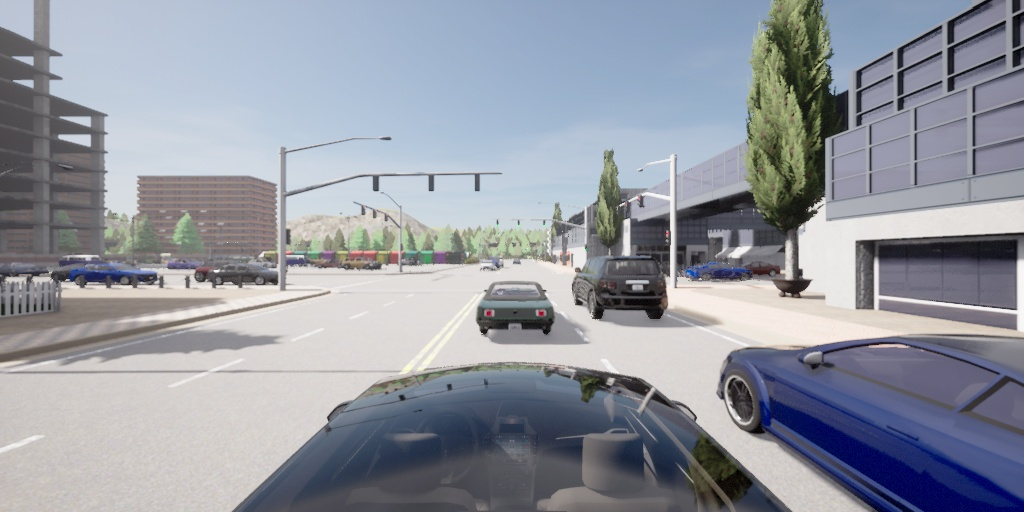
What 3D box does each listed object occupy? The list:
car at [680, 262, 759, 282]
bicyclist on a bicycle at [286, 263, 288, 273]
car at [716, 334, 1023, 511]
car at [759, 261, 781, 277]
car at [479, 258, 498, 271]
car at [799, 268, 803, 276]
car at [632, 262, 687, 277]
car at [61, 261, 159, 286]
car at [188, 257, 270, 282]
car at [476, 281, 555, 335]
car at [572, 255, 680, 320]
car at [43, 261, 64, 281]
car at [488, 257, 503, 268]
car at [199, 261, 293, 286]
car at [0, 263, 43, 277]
[{"bbox_3d":[16.858,1.292,29.349,5.008,1.535,1.882,0,0,0],"label":"car"},{"bbox_3d":[-25.313,1.139,39.731,0.582,1.620,1.656,0,0,0],"label":"bicyclist on a bicycle"},{"bbox_3d":[3.604,1.317,2.893,1.994,1.385,4.181,0,0,0],"label":"car"},{"bbox_3d":[24.447,1.308,36.503,5.008,1.535,1.882,0,0,0],"label":"car"},{"bbox_3d":[-3.501,1.390,51.390,1.812,1.442,4.674,0,0,3],"label":"car"},{"bbox_3d":[28.237,1.424,32.973,4.718,1.301,1.895,0,0,0],"label":"car"},{"bbox_3d":[14.960,1.336,36.576,4.892,1.490,1.837,0,0,1],"label":"car"},{"bbox_3d":[-27.903,1.281,25.250,5.008,1.535,1.882,0,0,0],"label":"car"},{"bbox_3d":[-22.567,1.164,28.747,4.553,1.767,2.097,0,0,0],"label":"car"},{"bbox_3d":[0.096,1.371,10.616,1.895,1.301,4.718,0,0,1],"label":"car"},{"bbox_3d":[3.609,0.998,12.914,2.150,2.045,5.566,0,0,0],"label":"car"},{"bbox_3d":[-33.928,1.337,28.770,4.674,1.442,1.812,0,0,0],"label":"car"},{"bbox_3d":[-3.241,1.108,61.235,2.150,2.045,5.566,0,0,2],"label":"car"},{"bbox_3d":[-18.621,1.308,25.241,4.892,1.490,1.837,0,0,0],"label":"car"},{"bbox_3d":[-50.044,1.375,35.921,5.357,1.411,2.033,0,0,1],"label":"car"}]
